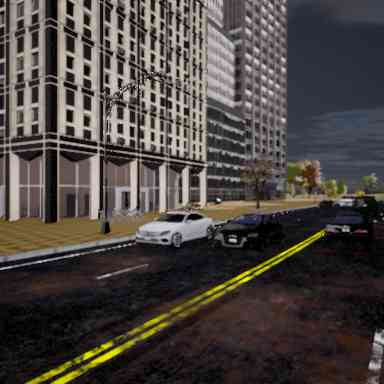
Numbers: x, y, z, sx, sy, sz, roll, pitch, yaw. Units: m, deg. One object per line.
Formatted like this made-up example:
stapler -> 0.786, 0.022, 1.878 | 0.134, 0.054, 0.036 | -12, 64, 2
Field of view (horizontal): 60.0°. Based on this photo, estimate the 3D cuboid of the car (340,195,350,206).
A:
car -> 25.361, 1.551, 53.788 | 2.150, 2.045, 5.566 | 0, 0, 32

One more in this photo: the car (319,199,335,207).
car -> 22.535, 1.864, 55.397 | 1.994, 1.385, 4.181 | 0, 0, 32

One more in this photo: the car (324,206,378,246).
car -> 7.582, 1.627, 15.802 | 2.033, 1.411, 5.357 | 0, 0, 31

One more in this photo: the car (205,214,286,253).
car -> 2.553, 1.630, 14.140 | 1.994, 1.385, 4.181 | 0, 0, 31

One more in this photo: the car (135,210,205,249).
car -> -0.574, 1.594, 15.243 | 1.812, 1.442, 4.674 | 0, 0, 31

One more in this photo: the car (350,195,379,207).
car -> 17.751, 1.401, 34.025 | 2.150, 2.045, 5.566 | 0, 0, 29
